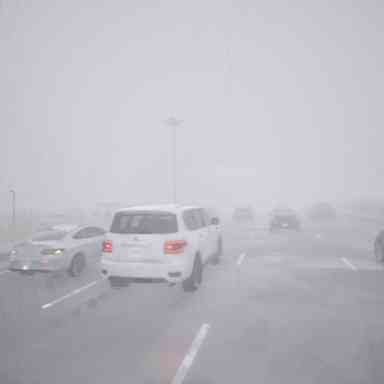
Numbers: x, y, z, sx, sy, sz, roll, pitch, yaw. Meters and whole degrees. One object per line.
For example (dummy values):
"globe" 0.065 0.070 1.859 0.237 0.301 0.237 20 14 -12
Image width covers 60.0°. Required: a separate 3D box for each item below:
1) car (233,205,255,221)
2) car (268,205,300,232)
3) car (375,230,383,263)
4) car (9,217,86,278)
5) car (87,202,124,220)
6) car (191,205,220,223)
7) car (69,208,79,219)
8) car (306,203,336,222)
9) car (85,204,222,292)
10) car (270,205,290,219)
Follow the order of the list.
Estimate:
"car" 5.183 2.074 32.979 2.128 1.511 4.902 -1 -2 14
"car" 6.028 1.796 21.798 1.812 1.442 4.674 -1 -1 14
"car" 6.539 1.496 9.080 2.128 1.511 4.902 -1 -1 14
"car" -3.804 1.752 10.976 1.812 1.442 4.674 -1 -1 14
"car" -10.812 2.313 42.004 2.150 2.045 5.566 -1 -2 14
"car" 1.432 2.102 32.374 1.882 1.535 5.008 -1 -2 14
"car" -14.853 2.580 40.204 1.882 1.535 5.008 -1 -2 14
"car" 11.828 1.766 30.703 2.097 1.767 4.553 -1 -2 14
"car" -0.537 1.365 9.628 2.150 2.045 5.566 -1 -1 14
"car" 10.033 2.204 38.066 2.033 1.411 5.357 -1 -2 14
